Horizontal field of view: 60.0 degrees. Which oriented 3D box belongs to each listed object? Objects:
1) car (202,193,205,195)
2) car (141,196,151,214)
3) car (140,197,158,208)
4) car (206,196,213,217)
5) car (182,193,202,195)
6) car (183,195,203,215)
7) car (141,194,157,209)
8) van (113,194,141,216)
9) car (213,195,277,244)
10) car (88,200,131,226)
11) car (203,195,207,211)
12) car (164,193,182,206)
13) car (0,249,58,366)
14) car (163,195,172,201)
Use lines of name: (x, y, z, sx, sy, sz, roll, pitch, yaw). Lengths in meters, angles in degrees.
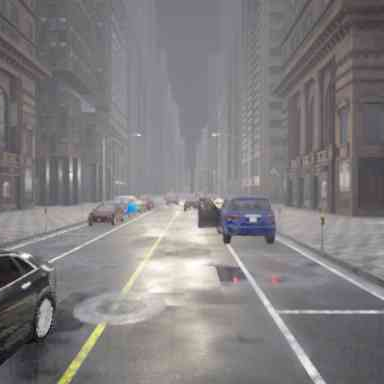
car: (2.739, 1.351, 56.792, 1.752, 1.417, 4.829, 0, 0, 0)
car: (-5.777, 1.443, 34.132, 2.008, 1.369, 4.403, 0, 0, 0)
car: (-5.781, 1.384, 45.199, 1.752, 1.417, 4.829, 0, 0, 0)
car: (2.748, 1.417, 34.317, 1.752, 1.417, 4.829, 0, 0, 0)
car: (-0.019, 1.336, 50.252, 2.128, 1.511, 4.902, 0, 0, 0)
car: (0.022, 1.386, 37.680, 1.837, 1.490, 4.892, 0, 0, 1)
car: (-5.779, 1.190, 39.750, 2.192, 1.841, 5.009, 0, 0, 0)
van: (-5.774, 1.250, 28.513, 1.690, 1.788, 3.998, 0, 0, 0)
car: (2.388, 1.169, 15.687, 2.150, 2.045, 5.566, 0, 0, 0)
car: (-5.772, 1.471, 22.895, 1.887, 1.381, 4.507, 0, 0, 0)
car: (2.744, 1.440, 45.385, 1.802, 1.307, 4.206, 0, 0, 0)
car: (-3.032, 1.317, 51.917, 1.882, 1.535, 5.008, 0, 0, 0)
car: (-3.102, 1.492, 3.581, 1.837, 1.490, 4.892, 0, 0, 0)
car: (-5.795, 1.352, 79.079, 1.802, 1.307, 4.206, 0, 0, 0)
